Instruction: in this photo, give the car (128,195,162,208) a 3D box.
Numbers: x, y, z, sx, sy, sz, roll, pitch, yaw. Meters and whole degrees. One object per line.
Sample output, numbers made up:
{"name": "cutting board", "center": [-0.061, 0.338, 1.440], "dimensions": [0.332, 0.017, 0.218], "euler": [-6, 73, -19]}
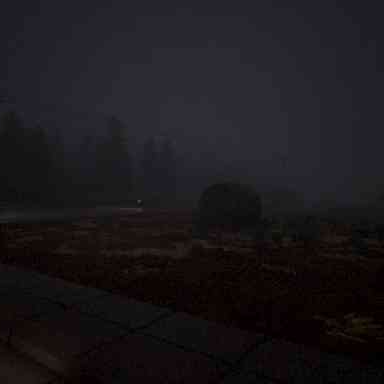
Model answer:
{"name": "car", "center": [-5.978, 1.120, 42.643], "dimensions": [2.097, 1.767, 4.553], "euler": [1, 0, 37]}
